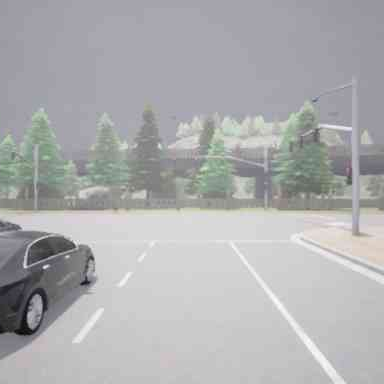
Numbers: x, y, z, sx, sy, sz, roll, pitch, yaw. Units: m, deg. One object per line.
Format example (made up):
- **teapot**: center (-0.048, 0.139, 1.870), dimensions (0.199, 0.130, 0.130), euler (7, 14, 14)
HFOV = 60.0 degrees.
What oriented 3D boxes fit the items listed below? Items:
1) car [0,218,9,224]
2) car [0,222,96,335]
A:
- **car**: center (-6.997, 1.531, 10.066), dimensions (2.128, 1.511, 4.902), euler (0, 0, 0)
- **car**: center (-3.403, 1.532, 6.727), dimensions (1.837, 1.490, 4.892), euler (0, 0, 0)
